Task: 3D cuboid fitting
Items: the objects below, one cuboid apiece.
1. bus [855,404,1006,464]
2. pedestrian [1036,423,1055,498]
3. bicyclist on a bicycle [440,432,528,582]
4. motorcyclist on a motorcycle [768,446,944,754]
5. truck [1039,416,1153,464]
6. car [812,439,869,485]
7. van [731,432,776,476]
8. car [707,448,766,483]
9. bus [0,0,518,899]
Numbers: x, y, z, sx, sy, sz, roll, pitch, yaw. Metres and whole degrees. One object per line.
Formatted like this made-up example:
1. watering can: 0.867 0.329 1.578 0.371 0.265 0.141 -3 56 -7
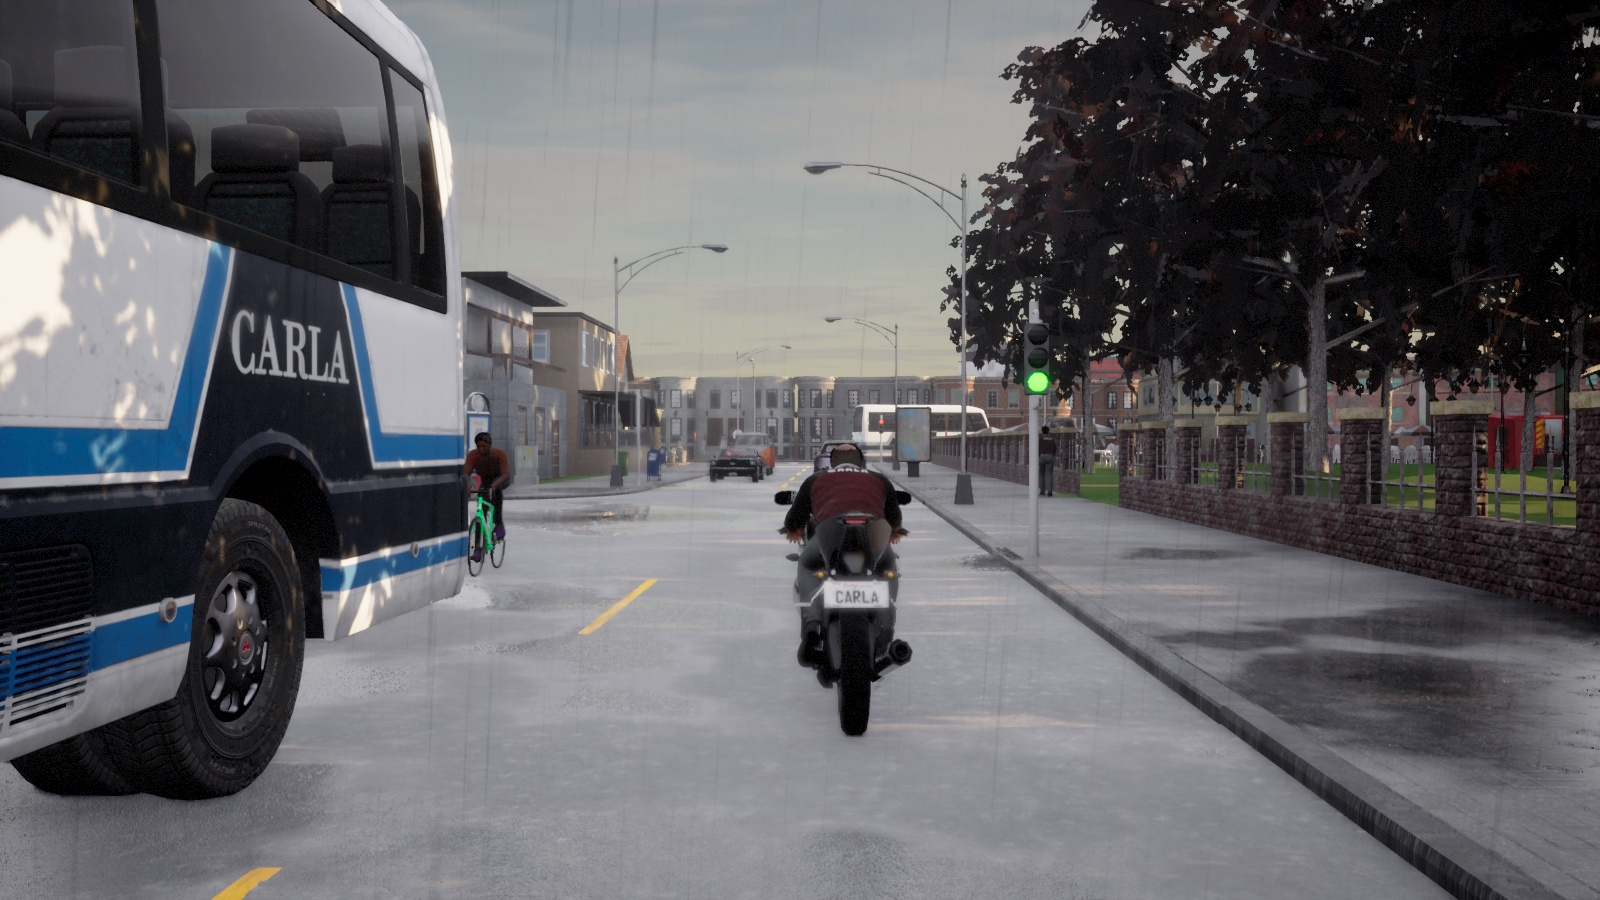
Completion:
1. bus: 9.446 -1.140 91.628 10.273 4.253 3.944 0 0 -12
2. pedestrian: 6.413 0.276 32.809 0.402 1.930 0.666 0 0 2
3. bicyclist on a bicycle: -3.611 0.614 14.460 0.582 1.620 1.656 0 0 1
4. motorcyclist on a motorcycle: 0.272 0.740 7.318 0.866 1.530 2.191 0 0 0
5. truck: 22.122 -0.749 94.251 7.936 3.462 2.891 0 0 2
6. car: 1.530 0.409 47.629 2.033 1.649 4.856 0 0 2
7. van: -2.134 0.169 58.141 1.775 1.987 4.442 0 0 2
8. car: -2.426 0.568 49.116 1.895 1.301 4.718 0 0 2
9. bus: -3.933 -0.649 2.775 3.944 4.253 10.273 0 0 2
